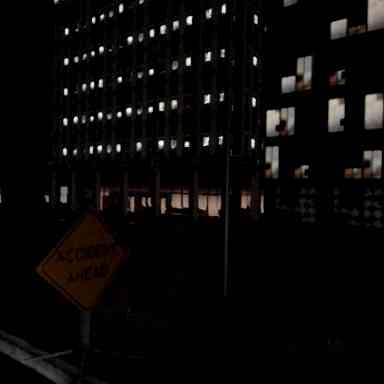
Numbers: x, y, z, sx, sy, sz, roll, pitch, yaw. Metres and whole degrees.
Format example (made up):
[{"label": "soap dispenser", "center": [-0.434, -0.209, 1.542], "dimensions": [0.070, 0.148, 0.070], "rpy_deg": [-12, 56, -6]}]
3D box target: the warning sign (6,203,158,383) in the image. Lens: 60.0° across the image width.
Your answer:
[{"label": "warning sign", "center": [-1.259, 1.086, 3.974], "dimensions": [1.060, 1.860, 1.300], "rpy_deg": [2, 0, 35]}]
